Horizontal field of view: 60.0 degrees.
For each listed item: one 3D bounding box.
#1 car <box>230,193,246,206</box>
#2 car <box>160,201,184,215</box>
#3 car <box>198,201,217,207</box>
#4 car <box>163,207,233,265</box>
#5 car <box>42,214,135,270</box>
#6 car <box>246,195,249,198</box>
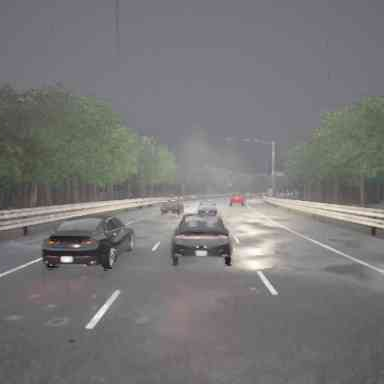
[{"bbox_3d":[7.418,1.176,54.730,2.150,2.045,5.566,0,0,8],"label":"car"},{"bbox_3d":[-1.884,1.591,33.670,1.895,1.301,4.718,0,0,5],"label":"car"},{"bbox_3d":[1.645,1.595,33.855,1.895,1.301,4.718,0,0,5],"label":"car"},{"bbox_3d":[0.337,1.491,11.678,2.128,1.511,4.902,0,0,2],"label":"car"},{"bbox_3d":[-3.181,1.501,11.056,1.837,1.490,4.892,0,0,2],"label":"car"},{"bbox_3d":[12.582,1.470,83.610,1.837,1.490,4.892,0,0,12],"label":"car"}]
